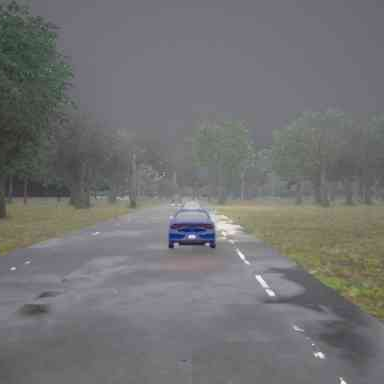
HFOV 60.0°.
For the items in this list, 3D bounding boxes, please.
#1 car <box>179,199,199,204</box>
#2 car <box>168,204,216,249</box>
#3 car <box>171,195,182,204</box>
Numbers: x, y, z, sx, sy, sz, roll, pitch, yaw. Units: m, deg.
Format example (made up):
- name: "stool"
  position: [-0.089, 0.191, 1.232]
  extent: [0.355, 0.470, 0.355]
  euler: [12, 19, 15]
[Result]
- name: "car"
  position: [0.000, 1.598, 29.656]
  extent: [1.812, 1.442, 4.674]
  euler: [0, 0, 0]
- name: "car"
  position: [0.000, 1.495, 14.653]
  extent: [1.882, 1.535, 5.008]
  euler: [0, 0, 0]
- name: "car"
  position: [-3.500, 1.629, 75.916]
  extent: [2.150, 2.045, 5.566]
  euler: [0, -1, 0]
